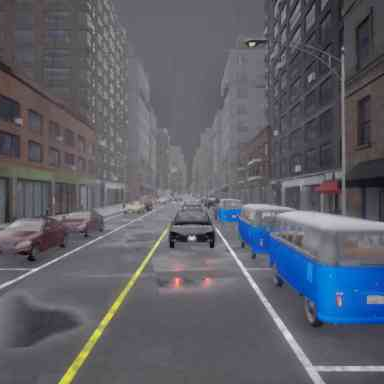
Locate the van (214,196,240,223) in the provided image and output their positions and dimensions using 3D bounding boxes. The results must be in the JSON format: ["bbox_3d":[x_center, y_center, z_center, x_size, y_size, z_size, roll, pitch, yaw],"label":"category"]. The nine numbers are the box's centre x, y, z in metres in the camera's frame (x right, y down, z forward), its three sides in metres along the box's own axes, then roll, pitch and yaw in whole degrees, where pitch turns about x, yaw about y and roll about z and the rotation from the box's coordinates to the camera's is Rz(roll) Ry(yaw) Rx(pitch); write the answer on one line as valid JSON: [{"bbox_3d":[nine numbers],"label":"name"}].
[{"bbox_3d":[2.683,1.347,23.181,1.690,1.788,3.998,1,0,0],"label":"van"}]

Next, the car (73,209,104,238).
[{"bbox_3d":[-5.850,1.585,17.666,1.802,1.307,4.206,1,0,0],"label":"car"}]

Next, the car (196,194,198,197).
[{"bbox_3d":[2.675,1.623,78.095,2.008,1.369,4.403,0,0,0],"label":"car"}]

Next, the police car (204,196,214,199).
[{"bbox_3d":[3.134,1.449,47.843,1.930,1.638,5.238,0,0,0],"label":"police car"}]

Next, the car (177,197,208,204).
[{"bbox_3d":[0.000,1.506,29.652,2.128,1.511,4.902,0,0,0],"label":"car"}]

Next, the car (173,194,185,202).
[{"bbox_3d":[-3.000,1.540,75.605,1.837,1.490,4.892,0,0,0],"label":"car"}]

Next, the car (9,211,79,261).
[{"bbox_3d":[-5.850,1.583,12.174,1.802,1.307,4.206,1,0,0],"label":"car"}]

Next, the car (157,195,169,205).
[{"bbox_3d":[-5.851,1.568,61.441,1.752,1.417,4.829,0,0,0],"label":"car"}]

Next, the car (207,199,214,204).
[{"bbox_3d":[2.681,1.560,28.673,2.008,1.369,4.403,1,0,0],"label":"car"}]

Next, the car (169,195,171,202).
[{"bbox_3d":[-5.851,1.602,67.104,2.008,1.369,4.403,0,0,0],"label":"car"}]

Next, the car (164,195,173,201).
[{"bbox_3d":[-5.851,1.523,83.583,1.967,1.590,4.097,0,0,0],"label":"car"}]

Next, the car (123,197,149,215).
[{"bbox_3d":[-5.850,1.537,33.976,1.752,1.417,4.829,1,0,0],"label":"car"}]

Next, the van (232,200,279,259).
[{"bbox_3d":[2.685,1.342,12.198,1.690,1.788,3.998,1,0,0],"label":"van"}]

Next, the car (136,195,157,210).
[{"bbox_3d":[-5.848,1.331,39.639,2.192,1.841,5.009,1,0,0],"label":"car"}]

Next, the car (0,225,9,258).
[{"bbox_3d":[-5.849,1.525,6.511,1.752,1.417,4.829,1,0,0],"label":"car"}]

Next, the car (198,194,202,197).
[{"bbox_3d":[2.676,1.596,67.112,1.887,1.381,4.507,0,0,0],"label":"car"}]

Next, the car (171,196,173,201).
[{"bbox_3d":[-5.850,1.502,72.596,1.967,1.590,4.097,0,0,0],"label":"car"}]

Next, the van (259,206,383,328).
[{"bbox_3d":[2.685,1.341,6.706,1.690,1.788,3.998,1,0,0],"label":"van"}]

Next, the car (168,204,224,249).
[{"bbox_3d":[0.000,1.499,14.651,2.128,1.511,4.902,0,0,0],"label":"car"}]
